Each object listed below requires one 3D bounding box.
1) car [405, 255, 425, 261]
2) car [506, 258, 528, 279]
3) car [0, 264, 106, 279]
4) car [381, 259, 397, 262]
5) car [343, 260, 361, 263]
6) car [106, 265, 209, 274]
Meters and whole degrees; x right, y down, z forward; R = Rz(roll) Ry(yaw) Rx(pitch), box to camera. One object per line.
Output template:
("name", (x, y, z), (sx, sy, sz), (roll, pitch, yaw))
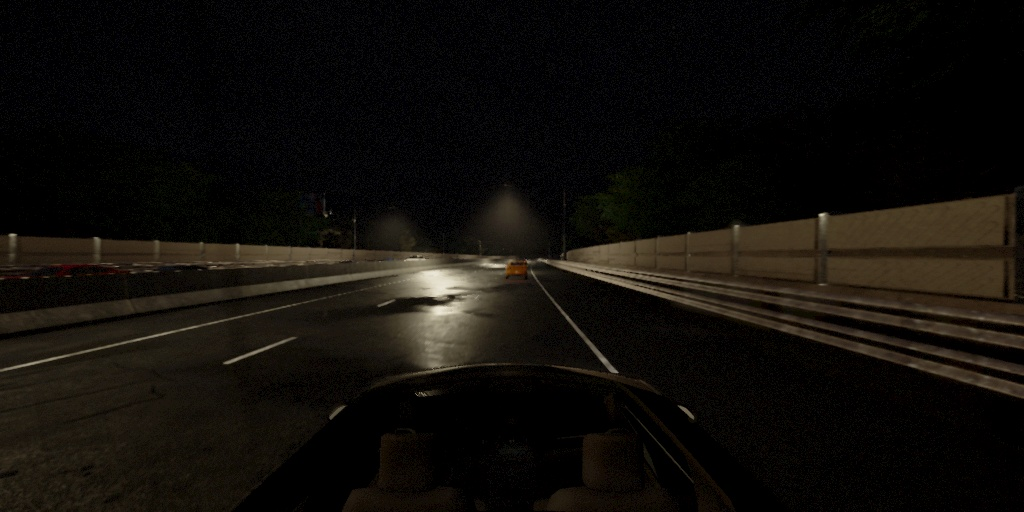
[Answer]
("car", (-16.159, 0.930, 59.751), (2.150, 2.045, 5.566), (0, 0, 3))
("car", (0.459, 1.193, 32.624), (1.882, 1.535, 5.008), (0, 0, 2))
("car", (-20.996, 1.140, 16.857), (1.882, 1.535, 5.008), (0, 0, 1))
("car", (-19.773, 1.163, 57.524), (1.882, 1.535, 5.008), (0, 0, 3))
("car", (-23.511, 1.214, 52.406), (1.994, 1.385, 4.181), (0, 0, 3))
("car", (-17.473, 1.197, 18.682), (1.812, 1.442, 4.674), (0, 0, 1))
